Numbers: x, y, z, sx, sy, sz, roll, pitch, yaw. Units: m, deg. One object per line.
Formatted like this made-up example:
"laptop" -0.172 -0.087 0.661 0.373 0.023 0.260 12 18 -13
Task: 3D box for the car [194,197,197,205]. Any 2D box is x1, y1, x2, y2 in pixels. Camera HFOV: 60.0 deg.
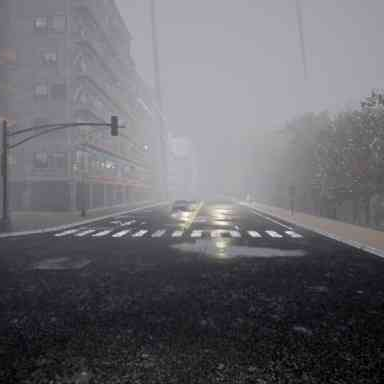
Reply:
"car" -0.039 1.569 59.535 2.033 1.411 5.357 0 0 3

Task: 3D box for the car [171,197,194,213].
"car" -1.201 1.558 37.235 2.033 1.411 5.357 0 0 3
